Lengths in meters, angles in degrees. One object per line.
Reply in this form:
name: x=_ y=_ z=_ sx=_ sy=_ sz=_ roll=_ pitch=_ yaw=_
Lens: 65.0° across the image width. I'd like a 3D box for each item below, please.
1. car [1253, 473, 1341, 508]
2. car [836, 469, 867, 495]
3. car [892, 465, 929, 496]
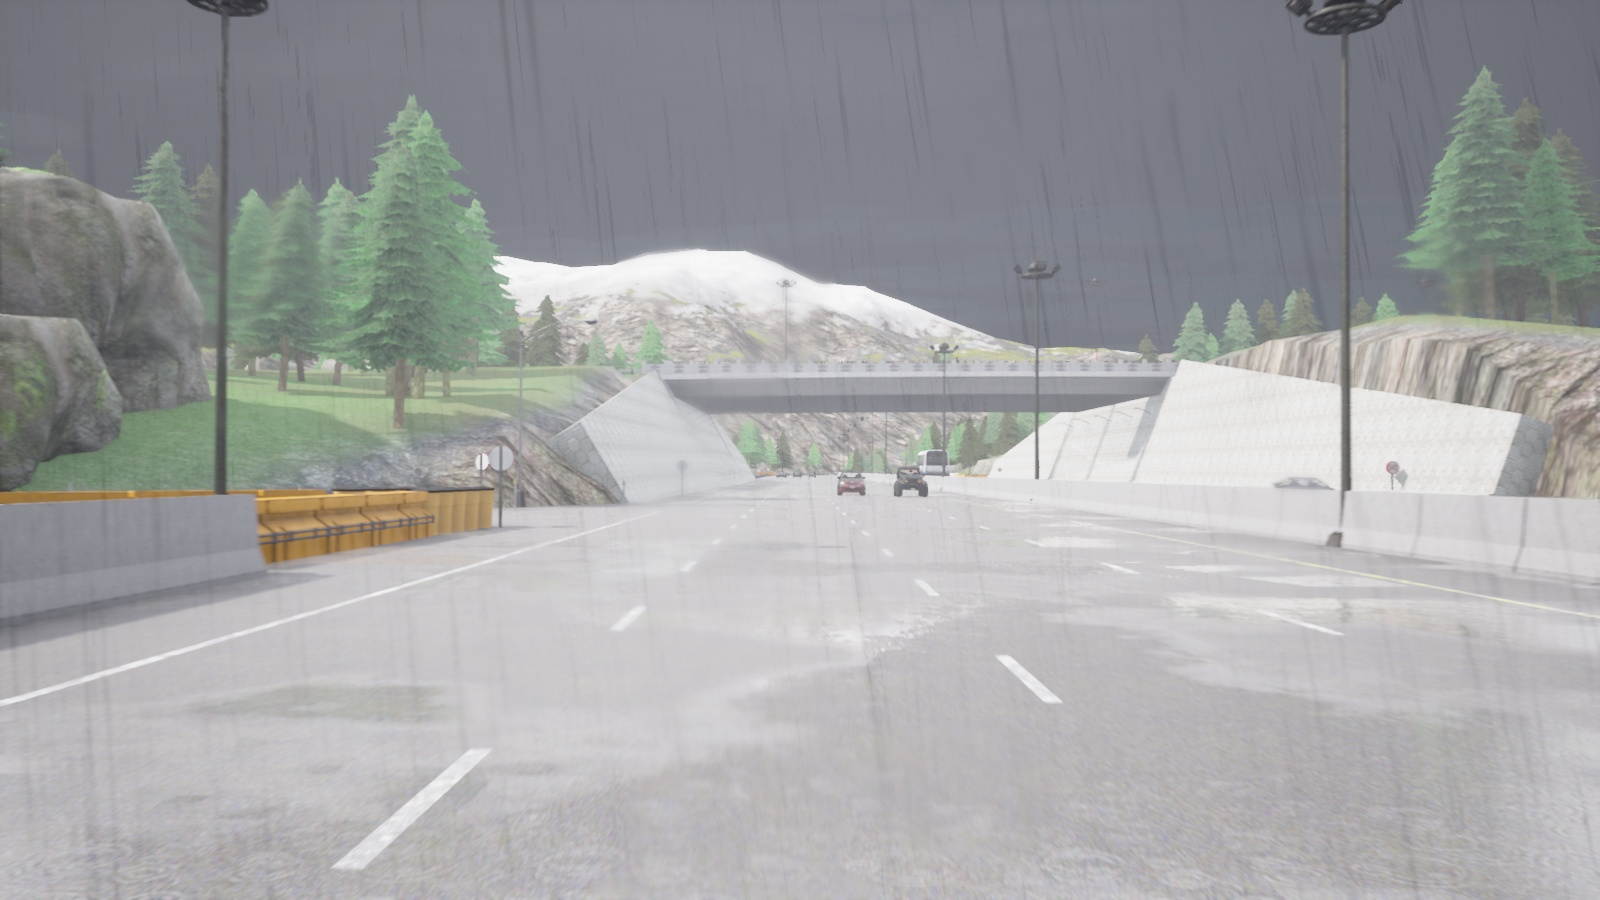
car: x=20.872 y=1.679 z=52.923 sx=1.994 sy=1.385 sz=4.181 roll=0 pitch=-1 yaw=0
car: x=3.304 y=2.051 z=80.903 sx=1.851 sy=1.617 sz=3.988 roll=0 pitch=-1 yaw=0
car: x=6.811 y=1.879 z=77.540 sx=1.905 sy=1.878 sz=3.866 roll=0 pitch=-1 yaw=0
